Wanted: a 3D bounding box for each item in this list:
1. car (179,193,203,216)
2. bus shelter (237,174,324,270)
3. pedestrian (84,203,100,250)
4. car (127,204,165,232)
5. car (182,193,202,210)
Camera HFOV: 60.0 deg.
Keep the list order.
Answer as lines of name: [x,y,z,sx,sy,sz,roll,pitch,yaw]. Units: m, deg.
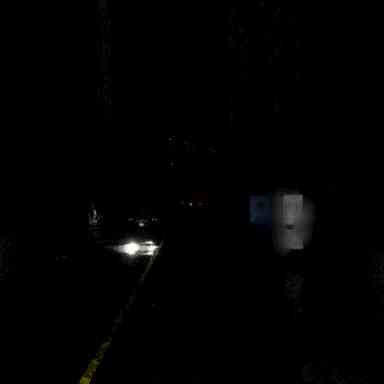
car: [-0.093,1.217,33.131,2.150,2.045,5.566,0,0,0]
bus shelter: [2.817,0.876,11.512,1.920,2.740,3.880,0,0,0]
pedestrian: [-3.849,1.293,12.867,0.375,1.860,0.375,0,0,-10]
car: [-2.701,1.491,20.319,2.128,1.511,4.902,0,0,0]
car: [0.064,1.216,44.983,2.150,2.045,5.566,0,0,6]
